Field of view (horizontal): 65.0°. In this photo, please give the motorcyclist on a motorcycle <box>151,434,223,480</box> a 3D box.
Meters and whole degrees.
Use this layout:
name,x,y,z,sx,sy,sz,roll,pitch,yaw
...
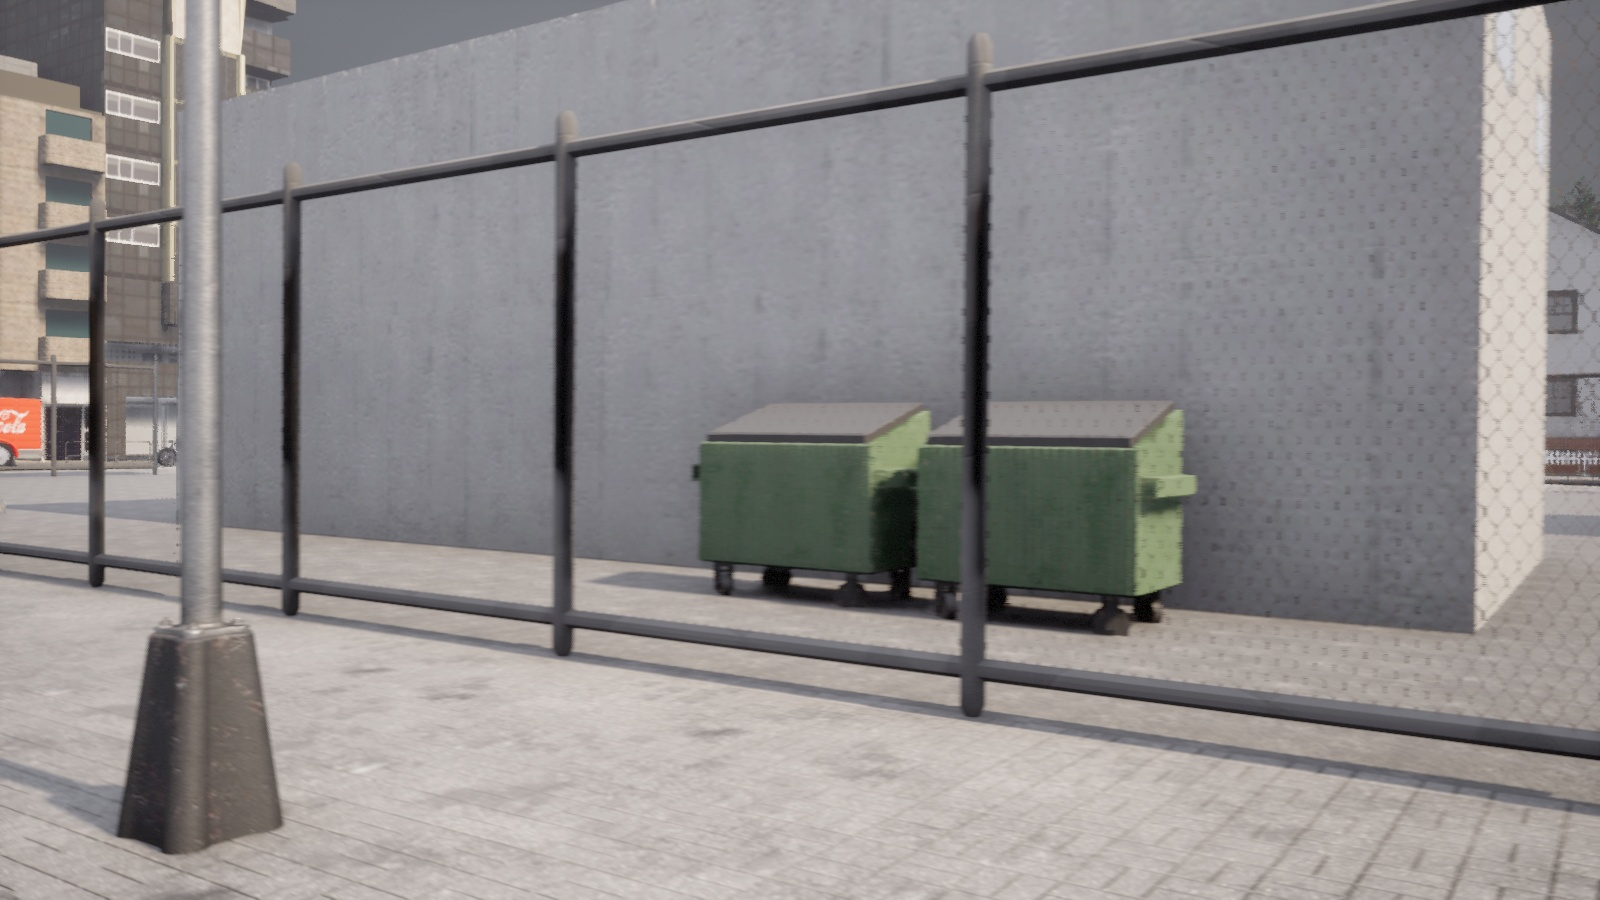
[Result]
name,x,y,z,sx,sy,sz,roll,pitch,yaw
motorcyclist on a motorcycle,-23.210,0.244,47.599,0.766,1.649,2.350,0,1,34

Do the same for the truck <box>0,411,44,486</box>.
name,x,y,z,sx,sy,sz,roll,pitch,yaw
truck,-27.881,-0.046,40.667,2.627,2.467,5.204,0,0,34
